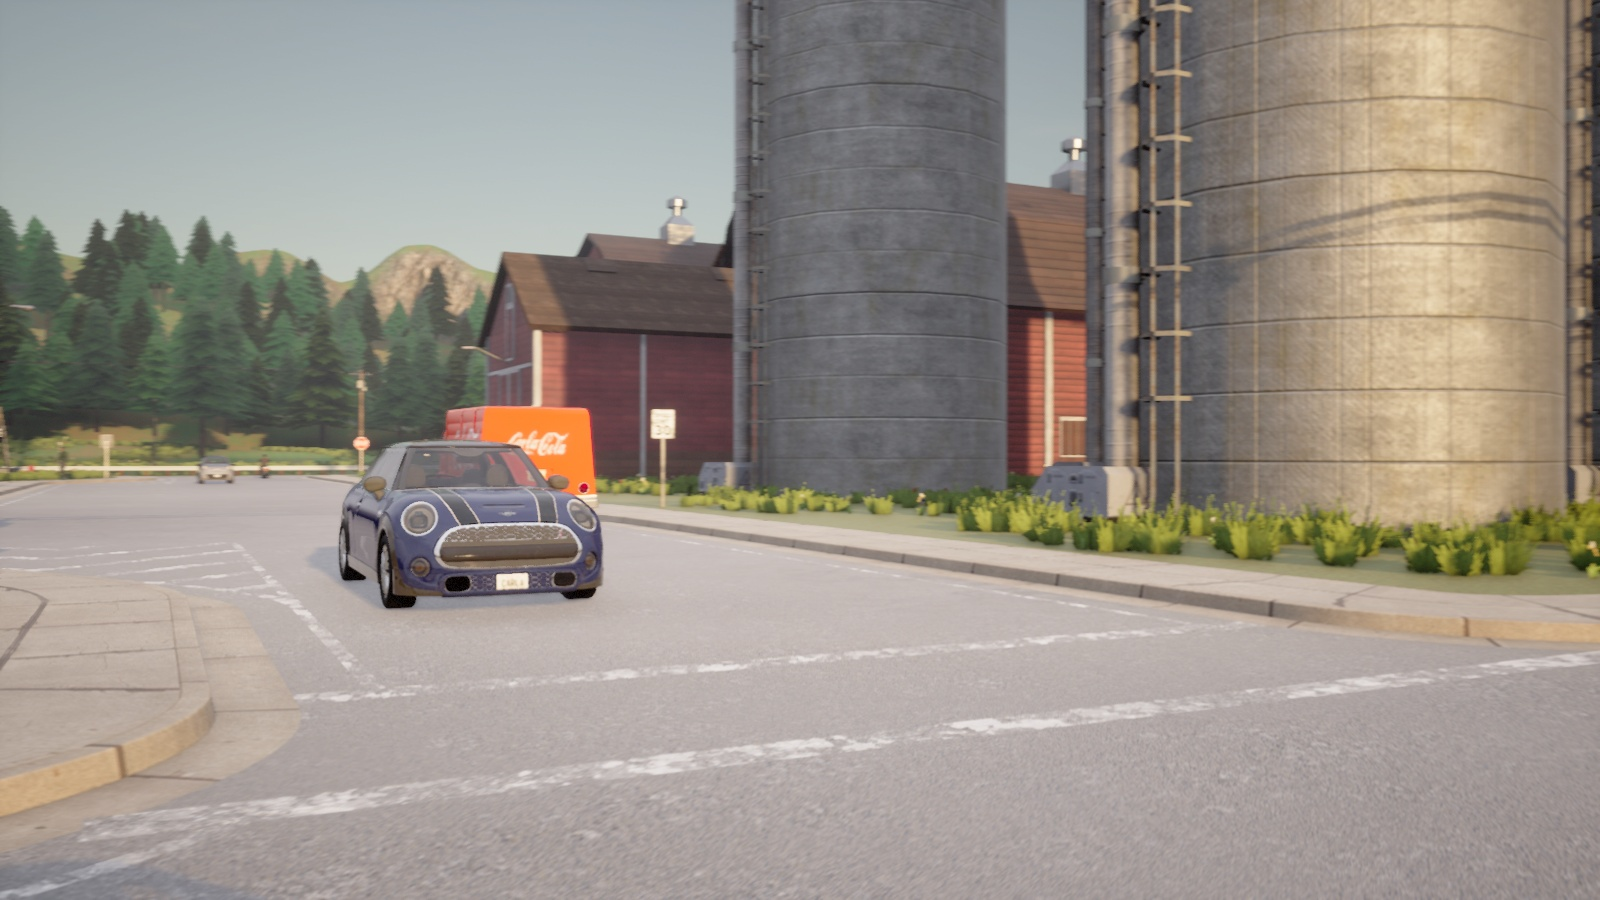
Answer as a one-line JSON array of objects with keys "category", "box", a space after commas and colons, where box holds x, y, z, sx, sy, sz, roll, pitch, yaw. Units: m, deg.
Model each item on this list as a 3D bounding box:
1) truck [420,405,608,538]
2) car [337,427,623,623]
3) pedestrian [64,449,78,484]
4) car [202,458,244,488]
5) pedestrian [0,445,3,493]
[{"category": "truck", "box": [-6.104, 0.416, 26.223, 2.627, 2.467, 5.204, 0, 0, -27]}, {"category": "car", "box": [-3.706, 0.689, 13.837, 2.097, 1.767, 4.553, 0, 0, -27]}, {"category": "pedestrian", "box": [-39.092, 0.870, 67.309, 0.353, 1.847, 0.614, 0, 0, 7]}, {"category": "car", "box": [-30.661, 1.201, 66.669, 1.845, 1.501, 3.633, 0, 0, -27]}, {"category": "pedestrian", "box": [-32.839, 0.767, 51.240, 0.423, 1.949, 0.788, 0, 0, -23]}]
